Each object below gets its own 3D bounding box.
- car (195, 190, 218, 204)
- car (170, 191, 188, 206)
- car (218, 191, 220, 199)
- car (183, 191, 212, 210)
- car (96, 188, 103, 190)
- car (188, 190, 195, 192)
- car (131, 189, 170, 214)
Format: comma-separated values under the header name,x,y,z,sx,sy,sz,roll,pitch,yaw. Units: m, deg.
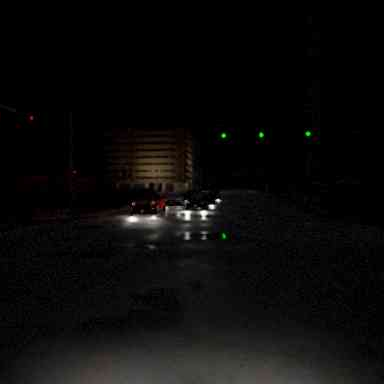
name,x,y,z,sx,sy,sz,roll,pitch,yaw
car,1.904,0.721,42.874,1.882,1.535,5.008,0,1,7
car,-2.056,0.833,39.563,1.812,1.442,4.674,0,1,7
car,3.865,0.455,57.927,1.882,1.535,5.008,0,1,8
car,0.613,0.948,32.729,1.812,1.442,4.674,0,1,8
car,-20.227,0.039,68.699,4.605,1.855,1.932,0,1,8
car,0.008,0.376,55.566,2.097,1.767,4.553,0,1,8
car,-3.557,0.868,27.849,2.097,1.767,4.553,0,1,7
